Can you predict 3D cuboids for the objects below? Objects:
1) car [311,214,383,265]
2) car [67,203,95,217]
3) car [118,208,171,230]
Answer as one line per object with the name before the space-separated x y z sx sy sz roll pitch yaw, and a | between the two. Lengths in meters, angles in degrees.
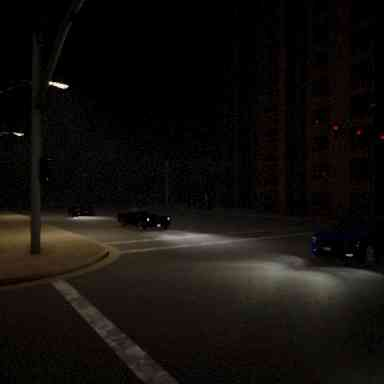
car | 6.527 1.621 12.368 5.008 1.535 1.882 1 -1 -34
car | -11.537 1.803 34.452 1.994 1.385 4.181 1 -1 -34
car | -3.292 1.777 22.460 1.895 1.301 4.718 1 -1 -35
